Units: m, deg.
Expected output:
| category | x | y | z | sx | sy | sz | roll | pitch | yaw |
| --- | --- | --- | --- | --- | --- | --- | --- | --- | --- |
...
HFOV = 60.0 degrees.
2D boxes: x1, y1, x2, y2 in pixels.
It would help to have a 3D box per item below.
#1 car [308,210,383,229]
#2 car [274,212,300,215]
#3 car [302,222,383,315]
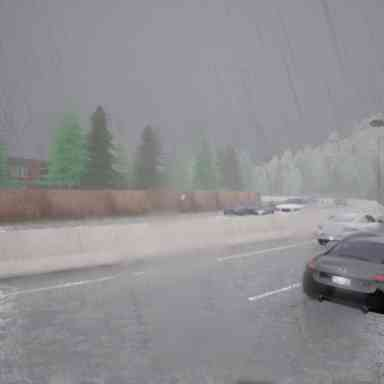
| category | x | y | z | sx | sy | sz | roll | pitch | yaw |
| --- | --- | --- | --- | --- | --- | --- | --- | --- | --- |
| car | 7.169 | 1.598 | 14.714 | 4.674 | 1.442 | 1.812 | 0 | 0 | -44 |
| car | 8.656 | 1.351 | 26.676 | 2.150 | 2.045 | 5.566 | 0 | -1 | 40 |
| car | 4.276 | 1.601 | 7.373 | 4.181 | 1.385 | 1.994 | 0 | 0 | -40 |
